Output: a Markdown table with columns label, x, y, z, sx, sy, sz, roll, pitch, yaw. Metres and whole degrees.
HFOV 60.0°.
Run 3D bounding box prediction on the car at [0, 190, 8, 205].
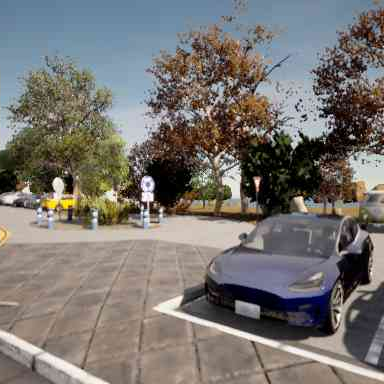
| label | x | y | z | sx | sy | sz | roll | pitch | yaw |
| --- | --- | --- | --- | --- | --- | --- | --- | --- | --- |
| car | -18.912 | 0.813 | 37.534 | 2.002 | 1.452 | 4.674 | 2 | 1 | 36 |

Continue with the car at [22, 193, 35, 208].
| label | x | y | z | sx | sy | sz | roll | pitch | yaw |
| --- | --- | --- | --- | --- | --- | --- | --- | --- | --- |
| car | -14.508 | 0.823 | 34.378 | 2.185 | 1.767 | 4.553 | 2 | 1 | 36 |

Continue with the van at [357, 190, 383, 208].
| label | x | y | z | sx | sy | sz | roll | pitch | yaw |
| --- | --- | --- | --- | --- | --- | --- | --- | --- | --- |
| van | 9.726 | 0.907 | 16.913 | 1.878 | 1.987 | 4.442 | 2 | 2 | 36 |

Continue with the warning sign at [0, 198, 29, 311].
| label | x | y | z | sx | sy | sz | roll | pitch | yaw |
| --- | --- | --- | --- | --- | --- | --- | --- | --- | --- |
| warning sign | -3.780 | 1.090 | 5.711 | 1.060 | 1.860 | 1.300 | -3 | 1 | 35 |

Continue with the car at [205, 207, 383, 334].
| label | x | y | z | sx | sy | sz | roll | pitch | yaw |
| --- | --- | --- | --- | --- | --- | --- | --- | --- | --- |
| car | 2.152 | 1.167 | 6.369 | 2.163 | 1.488 | 4.792 | 2 | 1 | 36 |

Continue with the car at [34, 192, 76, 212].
| label | x | y | z | sx | sy | sz | roll | pitch | yaw |
| --- | --- | --- | --- | --- | --- | --- | --- | --- | --- |
| car | -12.291 | 1.038 | 32.724 | 2.097 | 1.535 | 5.008 | 2 | 1 | 36 |

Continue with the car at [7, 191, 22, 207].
| label | x | y | z | sx | sy | sz | roll | pitch | yaw |
| --- | --- | --- | --- | --- | --- | --- | --- | --- | --- |
| car | -16.687 | 0.892 | 35.886 | 2.163 | 1.488 | 4.792 | 2 | 1 | 36 |
